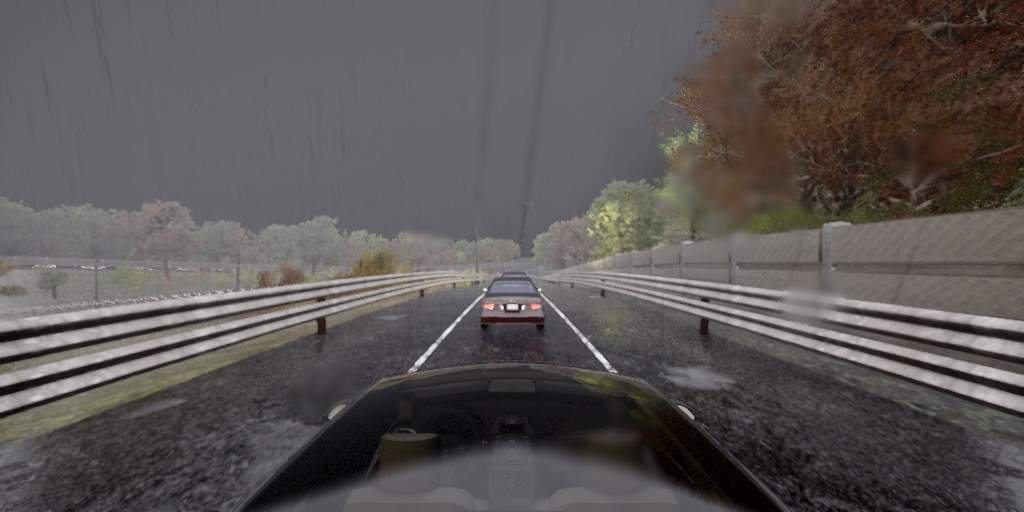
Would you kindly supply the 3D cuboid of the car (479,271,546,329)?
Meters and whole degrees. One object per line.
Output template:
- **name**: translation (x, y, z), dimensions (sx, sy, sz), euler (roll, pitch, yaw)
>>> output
- **car**: translation (0.013, 1.368, 11.476), dimensions (2.033, 1.411, 5.357), euler (0, -1, 0)
